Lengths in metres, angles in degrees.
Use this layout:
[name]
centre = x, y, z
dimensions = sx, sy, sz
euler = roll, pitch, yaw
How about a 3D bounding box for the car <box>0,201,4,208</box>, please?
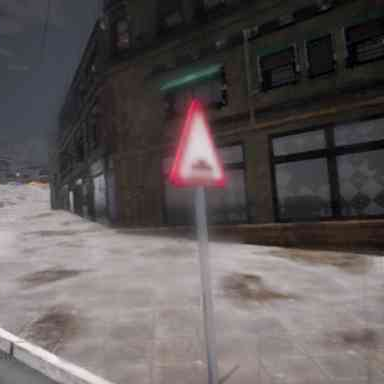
[car]
centre = -31.028, 1.912, 51.453
dimensions = 1.994, 1.385, 4.181
euler = -4, 0, 2
